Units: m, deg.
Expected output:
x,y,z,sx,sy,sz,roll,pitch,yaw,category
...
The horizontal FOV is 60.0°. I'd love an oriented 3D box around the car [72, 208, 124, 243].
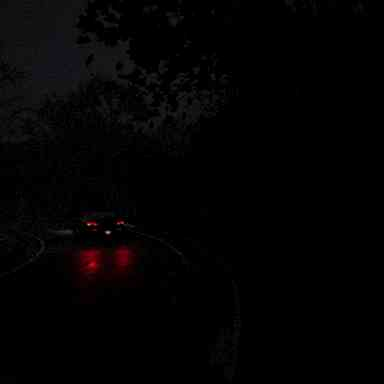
x,y,z,sx,sy,sz,roll,pitch,yaw,category
-4.644,1.526,16.299,1.812,1.442,4.674,1,0,-27,car
